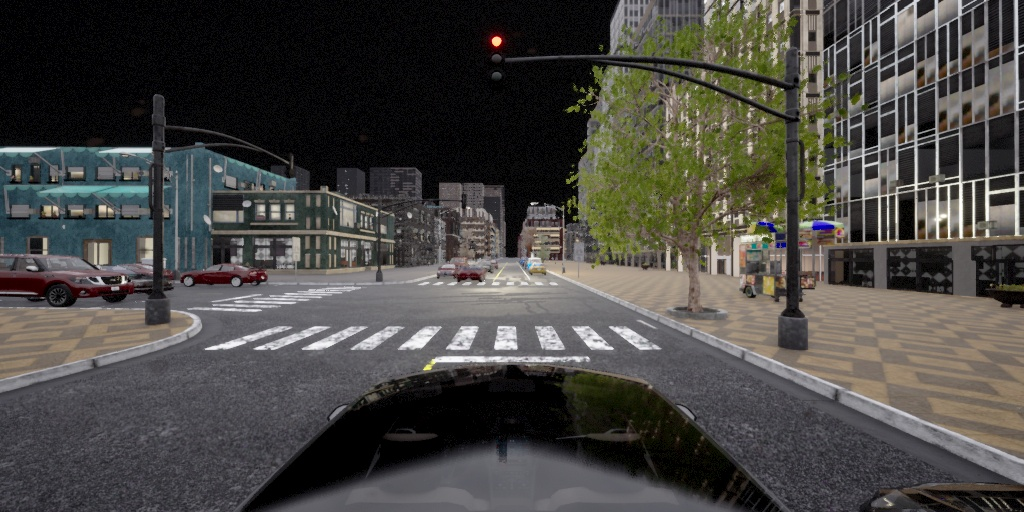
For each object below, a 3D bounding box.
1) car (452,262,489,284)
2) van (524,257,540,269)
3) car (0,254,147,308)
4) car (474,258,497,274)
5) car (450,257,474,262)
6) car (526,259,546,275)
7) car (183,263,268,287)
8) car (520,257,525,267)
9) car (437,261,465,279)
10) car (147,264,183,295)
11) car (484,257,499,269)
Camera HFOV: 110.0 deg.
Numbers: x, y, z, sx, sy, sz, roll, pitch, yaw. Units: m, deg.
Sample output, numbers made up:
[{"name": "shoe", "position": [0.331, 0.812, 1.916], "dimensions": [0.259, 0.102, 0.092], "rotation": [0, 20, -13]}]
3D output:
[{"name": "car", "position": [-3.080, 1.354, 27.614], "dimensions": [1.895, 1.301, 4.718], "rotation": [0, 0, 0]}, {"name": "van", "position": [2.722, 1.096, 43.651], "dimensions": [1.690, 1.789, 3.998], "rotation": [0, 0, 0]}, {"name": "car", "position": [-17.150, 0.850, 13.173], "dimensions": [5.009, 1.841, 2.192], "rotation": [0, 0, -1]}, {"name": "car", "position": [-3.067, 1.260, 40.864], "dimensions": [1.837, 1.490, 4.892], "rotation": [0, 0, 0]}, {"name": "car", "position": [-5.662, 1.069, 38.104], "dimensions": [2.192, 1.841, 5.009], "rotation": [0, 0, 0]}, {"name": "car", "position": [2.718, 1.279, 38.270], "dimensions": [1.751, 1.417, 4.829], "rotation": [0, 0, 0]}, {"name": "car", "position": [-17.262, 1.122, 21.552], "dimensions": [4.507, 1.381, 1.888], "rotation": [0, 0, -1]}, {"name": "car", "position": [2.730, 1.307, 54.753], "dimensions": [2.007, 1.370, 4.403], "rotation": [0, 0, 0]}, {"name": "car", "position": [-5.666, 1.335, 32.553], "dimensions": [1.802, 1.307, 4.207], "rotation": [0, 0, 0]}, {"name": "car", "position": [-18.228, 1.083, 15.751], "dimensions": [5.357, 1.411, 2.033], "rotation": [1, 0, -1]}, {"name": "car", "position": [-3.050, 1.283, 53.703], "dimensions": [1.812, 1.442, 4.674], "rotation": [0, 0, 0]}]
